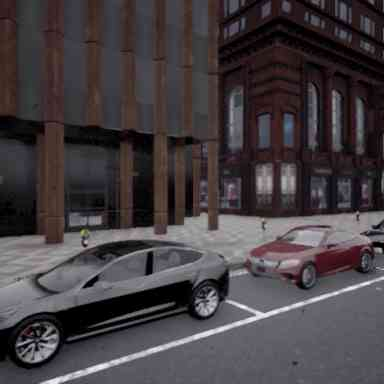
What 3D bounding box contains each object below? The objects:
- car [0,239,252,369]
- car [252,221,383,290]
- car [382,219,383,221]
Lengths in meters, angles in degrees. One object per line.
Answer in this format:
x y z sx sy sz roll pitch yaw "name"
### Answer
-1.257 1.563 5.753 4.313 1.339 1.947 0 0 -35 "car"
3.333 1.573 9.025 4.206 1.307 1.802 0 0 -35 "car"
7.923 1.552 12.297 4.313 1.339 1.947 0 0 -35 "car"
